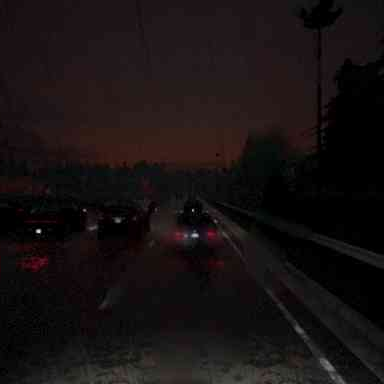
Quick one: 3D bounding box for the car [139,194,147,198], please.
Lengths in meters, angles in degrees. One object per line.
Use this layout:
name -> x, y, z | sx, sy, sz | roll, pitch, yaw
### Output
car -> -13.998, 1.570, 91.396 | 1.994, 1.385, 4.181 | 0, 0, 0

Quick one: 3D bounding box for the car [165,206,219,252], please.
car -> 0.100, 1.551, 13.965 | 2.033, 1.411, 5.357 | 0, 0, 0

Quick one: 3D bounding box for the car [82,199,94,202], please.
car -> -10.399, 1.512, 34.683 | 1.837, 1.490, 4.892 | 0, 0, 0

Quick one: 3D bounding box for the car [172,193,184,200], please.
car -> -3.498, 1.242, 91.009 | 2.150, 2.045, 5.566 | 0, 0, 0

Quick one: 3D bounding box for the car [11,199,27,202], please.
car -> -17.727, 1.511, 34.180 | 1.837, 1.490, 4.892 | 1, 0, -21

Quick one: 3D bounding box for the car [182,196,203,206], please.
car -> 0.101, 1.514, 34.701 | 1.837, 1.490, 4.892 | 0, 0, 0

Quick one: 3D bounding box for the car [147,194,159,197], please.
car -> -10.498, 1.517, 90.979 | 1.837, 1.490, 4.892 | 0, 0, 0

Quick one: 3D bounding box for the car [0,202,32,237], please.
car -> -10.400, 1.508, 17.996 | 1.837, 1.490, 4.892 | 0, 0, 0

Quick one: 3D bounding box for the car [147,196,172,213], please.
car -> -3.399, 1.513, 34.669 | 1.837, 1.490, 4.892 | 0, 0, 0

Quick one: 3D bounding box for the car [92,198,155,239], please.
car -> -3.402, 1.357, 17.420 | 2.097, 1.767, 4.553 | 0, 0, 0

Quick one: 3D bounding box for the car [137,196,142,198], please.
car -> -6.900, 1.500, 34.567 | 2.128, 1.511, 4.902 | 0, 0, 0

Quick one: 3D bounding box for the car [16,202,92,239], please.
car -> -6.900, 1.509, 17.400 | 1.837, 1.490, 4.892 | 0, 0, 0

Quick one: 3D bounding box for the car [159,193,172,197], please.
car -> -6.998, 1.557, 90.979 | 2.033, 1.411, 5.357 | 0, 0, 0

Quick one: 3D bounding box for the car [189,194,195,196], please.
car -> 0.002, 1.373, 91.365 | 2.097, 1.767, 4.553 | 0, 0, 0
